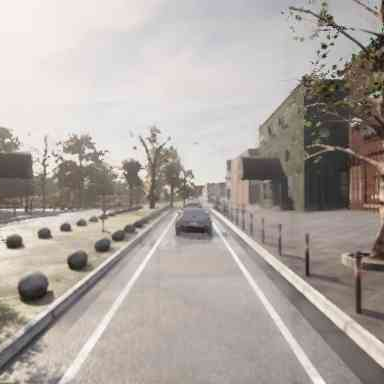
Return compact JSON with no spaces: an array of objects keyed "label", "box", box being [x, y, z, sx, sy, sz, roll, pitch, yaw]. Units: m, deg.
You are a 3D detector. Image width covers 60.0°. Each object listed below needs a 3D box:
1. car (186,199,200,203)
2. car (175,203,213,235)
[{"label":"car","box":[0.093,1.507,34.144,2.128,1.511,4.902,0,-1,0]},{"label":"car","box":[0.095,1.553,18.616,1.994,1.385,4.181,0,0,0]}]
